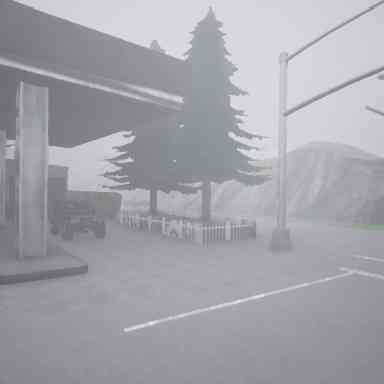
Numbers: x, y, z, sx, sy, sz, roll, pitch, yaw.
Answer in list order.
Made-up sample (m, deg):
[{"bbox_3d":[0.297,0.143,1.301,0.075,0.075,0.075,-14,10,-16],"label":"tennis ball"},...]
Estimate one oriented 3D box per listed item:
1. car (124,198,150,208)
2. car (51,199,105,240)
[{"bbox_3d":[-7.488,1.433,44.626,1.895,1.301,4.718,1,0,-35],"label":"car"},{"bbox_3d":[-5.996,1.306,17.204,1.905,1.878,3.866,1,0,-36],"label":"car"}]
